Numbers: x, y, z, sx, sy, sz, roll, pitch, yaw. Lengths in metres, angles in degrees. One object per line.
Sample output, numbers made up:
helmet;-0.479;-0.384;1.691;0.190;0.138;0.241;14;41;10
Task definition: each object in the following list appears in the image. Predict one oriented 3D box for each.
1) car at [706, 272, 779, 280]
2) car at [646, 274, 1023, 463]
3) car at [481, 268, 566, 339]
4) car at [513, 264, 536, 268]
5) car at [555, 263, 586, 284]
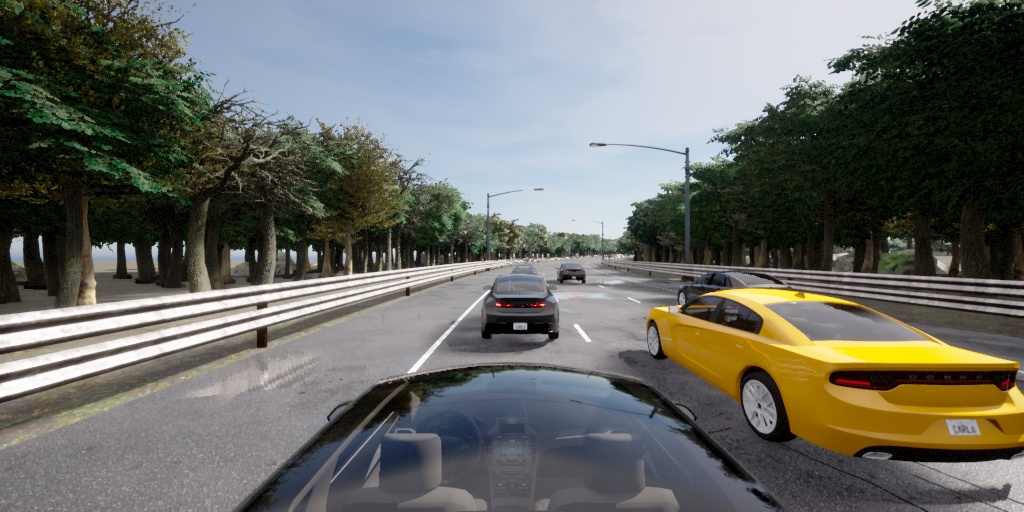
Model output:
car;7.268;1.255;11.991;1.837;1.490;4.892;0;0;2
car;3.652;1.227;5.363;1.882;1.535;5.008;0;0;0
car;0.225;1.255;10.065;1.837;1.490;4.892;0;0;1
car;0.961;1.317;27.489;1.994;1.385;4.181;0;0;3
car;4.459;1.257;27.356;1.837;1.490;4.892;0;0;3
